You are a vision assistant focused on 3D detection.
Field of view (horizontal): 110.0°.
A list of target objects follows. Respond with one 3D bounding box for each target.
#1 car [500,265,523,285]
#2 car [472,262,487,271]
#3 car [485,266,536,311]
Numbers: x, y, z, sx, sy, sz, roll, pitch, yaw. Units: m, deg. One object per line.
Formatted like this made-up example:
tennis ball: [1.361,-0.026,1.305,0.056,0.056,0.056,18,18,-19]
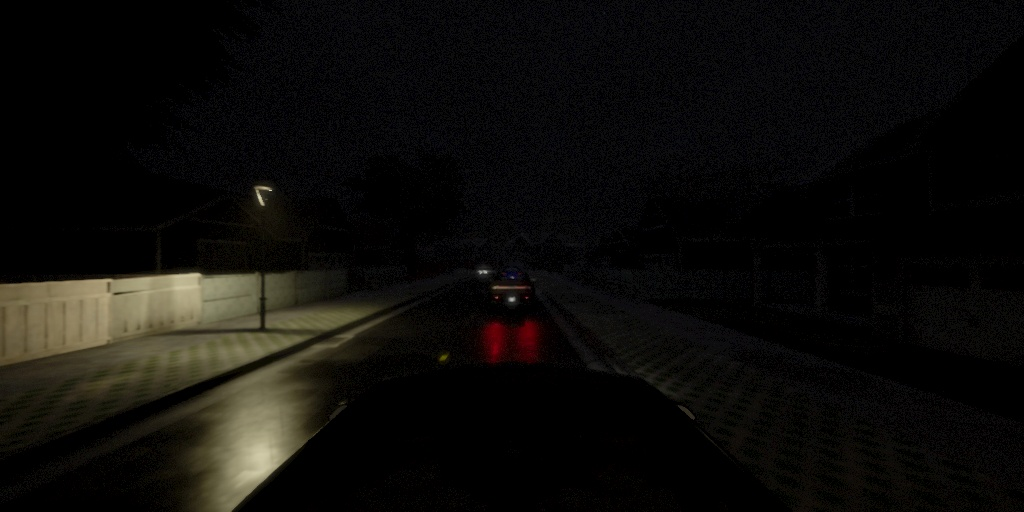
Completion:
car: [0.003,1.561,30.729,1.812,1.442,4.674,0,0,1]
car: [-5.848,1.865,64.869,2.128,1.511,4.902,0,-1,-20]
car: [0.014,1.378,15.336,2.128,1.511,4.902,0,0,0]
